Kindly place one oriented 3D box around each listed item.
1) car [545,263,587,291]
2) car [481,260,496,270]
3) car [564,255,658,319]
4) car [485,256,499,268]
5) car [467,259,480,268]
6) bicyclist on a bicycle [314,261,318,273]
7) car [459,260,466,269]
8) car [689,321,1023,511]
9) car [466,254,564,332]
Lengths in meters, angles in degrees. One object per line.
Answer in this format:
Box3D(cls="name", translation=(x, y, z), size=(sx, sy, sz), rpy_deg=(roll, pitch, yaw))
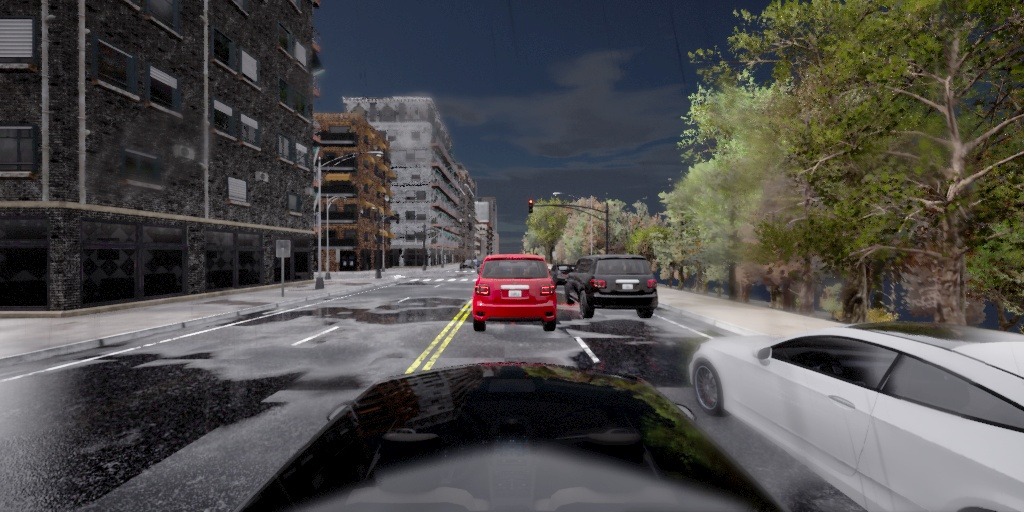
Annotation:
Box3D(cls="car", translation=(3.278, 1.258, 22.808), size=(1.837, 1.490, 4.892), rpy_deg=(0, 0, -2))
Box3D(cls="car", translation=(-3.559, 1.334, 55.134), size=(1.994, 1.385, 4.181), rpy_deg=(0, 0, 0))
Box3D(cls="car", translation=(3.305, 0.972, 12.956), size=(2.150, 2.045, 5.566), rpy_deg=(0, 0, 0))
Box3D(cls="car", translation=(-3.564, 0.999, 64.249), size=(2.150, 2.045, 5.566), rpy_deg=(0, 0, 0))
Box3D(cls="car", translation=(-6.814, 1.303, 63.969), size=(1.812, 1.442, 4.674), rpy_deg=(0, 0, 0))
Box3D(cls="bicyclist on a bicycle", translation=(-25.056, 1.341, 45.388), size=(0.582, 1.620, 1.656), rpy_deg=(-1, 0, -1))
Box3D(cls="car", translation=(-6.778, 1.275, 54.722), size=(1.837, 1.490, 4.892), rpy_deg=(0, 0, 2))
Box3D(cls="car", translation=(3.344, 1.276, 2.973), size=(1.812, 1.442, 4.674), rpy_deg=(0, 0, 0))
Box3D(cls="car", translation=(0.062, 0.972, 11.057), size=(2.150, 2.045, 5.566), rpy_deg=(0, 0, 0))
